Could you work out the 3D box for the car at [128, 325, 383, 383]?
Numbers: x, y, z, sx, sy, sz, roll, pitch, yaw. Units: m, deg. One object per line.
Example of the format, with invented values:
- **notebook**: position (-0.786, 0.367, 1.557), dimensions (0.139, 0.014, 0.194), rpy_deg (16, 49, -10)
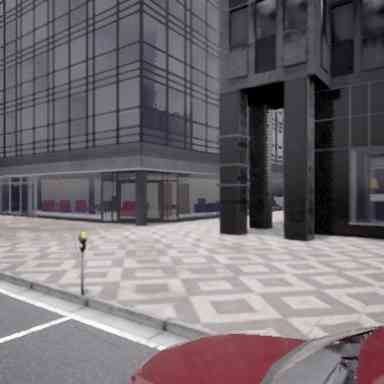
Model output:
- **car**: position (1.343, 1.582, 2.004), dimensions (4.206, 1.307, 1.802), rpy_deg (0, 0, 36)
